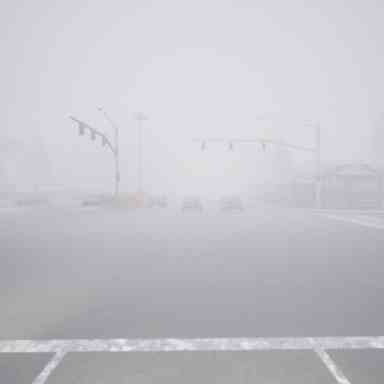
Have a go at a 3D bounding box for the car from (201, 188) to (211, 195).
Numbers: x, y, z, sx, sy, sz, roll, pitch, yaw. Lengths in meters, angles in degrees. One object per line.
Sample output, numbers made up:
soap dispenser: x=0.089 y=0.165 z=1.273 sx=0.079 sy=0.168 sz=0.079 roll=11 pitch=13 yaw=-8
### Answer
car: x=3.314 y=-0.156 z=78.560 sx=2.097 sy=1.767 sz=4.553 roll=0 pitch=1 yaw=0

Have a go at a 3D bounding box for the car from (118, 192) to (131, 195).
car: x=-10.698 y=0.629 z=52.744 sx=2.033 sy=1.411 sz=5.357 roll=0 pitch=1 yaw=0

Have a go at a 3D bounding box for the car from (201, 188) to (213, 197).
car: x=3.338 y=0.340 z=68.559 sx=1.994 sy=1.385 sz=4.181 roll=0 pitch=1 yaw=0

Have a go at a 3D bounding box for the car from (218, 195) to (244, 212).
car: x=3.528 y=0.999 z=30.622 sx=2.033 sy=1.411 sz=5.357 roll=0 pitch=1 yaw=0

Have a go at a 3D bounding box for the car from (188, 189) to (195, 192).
car: x=-0.162 y=0.383 z=68.616 sx=1.895 sy=1.301 sz=4.718 roll=0 pitch=1 yaw=0

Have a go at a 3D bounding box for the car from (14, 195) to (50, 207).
car: x=-17.680 y=0.975 z=36.943 sx=1.895 sy=1.301 sz=4.718 roll=0 pitch=1 yaw=0

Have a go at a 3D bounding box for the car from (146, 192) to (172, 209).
car: x=-3.482 y=0.997 z=34.350 sx=1.895 sy=1.301 sz=4.718 roll=0 pitch=1 yaw=0

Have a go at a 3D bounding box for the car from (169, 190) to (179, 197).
car: x=-3.661 y=0.273 z=68.159 sx=1.882 sy=1.535 sz=5.008 roll=0 pitch=1 yaw=0

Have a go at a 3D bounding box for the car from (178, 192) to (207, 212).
car: x=0.028 y=1.005 z=30.607 sx=2.033 sy=1.411 sz=5.357 roll=0 pitch=1 yaw=0

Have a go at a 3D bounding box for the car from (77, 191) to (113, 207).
car: x=-10.681 y=0.904 z=37.260 sx=2.033 sy=1.411 sz=5.357 roll=0 pitch=1 yaw=0

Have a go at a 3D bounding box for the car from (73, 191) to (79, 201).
car: x=-17.685 y=0.583 z=53.645 sx=1.837 sy=1.490 sz=4.892 roll=0 pitch=1 yaw=0

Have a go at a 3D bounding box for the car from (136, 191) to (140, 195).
car: x=-10.662 y=0.397 z=68.428 sx=1.895 sy=1.301 sz=4.718 roll=0 pitch=1 yaw=0

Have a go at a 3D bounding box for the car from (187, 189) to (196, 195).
car: x=-0.186 y=0.034 z=78.585 sx=2.033 sy=1.411 sz=5.357 roll=0 pitch=1 yaw=0
